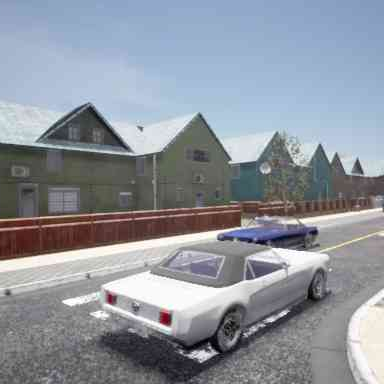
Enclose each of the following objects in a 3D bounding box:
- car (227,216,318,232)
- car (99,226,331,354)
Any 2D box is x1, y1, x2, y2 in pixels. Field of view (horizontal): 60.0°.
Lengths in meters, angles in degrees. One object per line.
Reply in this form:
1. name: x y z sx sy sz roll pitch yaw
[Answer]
1. car: 2.981 1.633 12.676 1.895 1.301 4.718 -2 -1 44
2. car: 0.828 1.591 6.183 1.895 1.301 4.718 -2 -1 44
